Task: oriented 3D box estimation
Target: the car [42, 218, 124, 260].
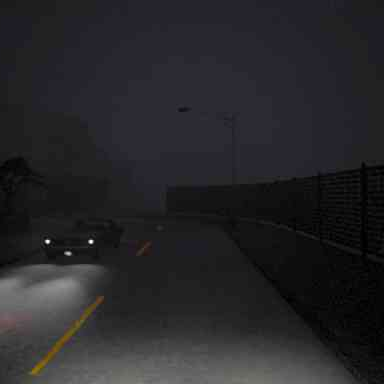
[{"bbox_3d":[-4.069,1.747,13.187,1.895,1.301,4.718,0,-1,0],"label":"car"}]
